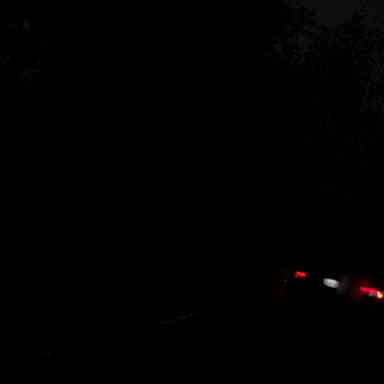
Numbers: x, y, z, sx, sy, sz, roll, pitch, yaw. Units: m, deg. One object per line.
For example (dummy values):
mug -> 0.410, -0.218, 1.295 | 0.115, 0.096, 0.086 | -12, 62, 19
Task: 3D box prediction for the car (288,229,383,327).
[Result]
car -> 4.278, 1.495, 6.805 | 5.357, 1.411, 2.033 | -1, 0, -36
